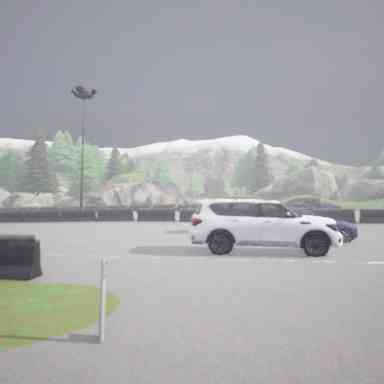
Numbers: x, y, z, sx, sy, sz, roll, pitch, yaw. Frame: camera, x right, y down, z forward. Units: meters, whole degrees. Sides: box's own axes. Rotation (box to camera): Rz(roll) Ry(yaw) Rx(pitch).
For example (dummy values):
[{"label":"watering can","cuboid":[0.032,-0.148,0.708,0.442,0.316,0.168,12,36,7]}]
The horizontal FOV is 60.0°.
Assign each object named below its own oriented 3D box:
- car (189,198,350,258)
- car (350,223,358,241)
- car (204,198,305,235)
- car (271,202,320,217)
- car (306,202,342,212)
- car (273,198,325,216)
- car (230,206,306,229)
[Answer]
[{"label":"car","cuboid":[2.664,1.273,12.716,5.566,2.045,2.150,0,-1,7]},{"label":"car","cuboid":[5.361,1.626,15.908,4.674,1.442,1.812,0,-1,7]},{"label":"car","cuboid":[3.555,1.381,19.658,5.566,2.045,2.150,0,-1,7]},{"label":"car","cuboid":[11.252,1.932,36.548,4.892,1.490,1.837,0,-1,7]},{"label":"car","cuboid":[19.347,2.157,48.841,4.674,1.442,1.812,-1,-2,35]},{"label":"car","cuboid":[12.715,1.709,39.897,5.566,2.045,2.150,0,-1,7]},{"label":"car","cuboid":[5.113,1.715,22.990,4.892,1.490,1.837,0,-1,7]}]
